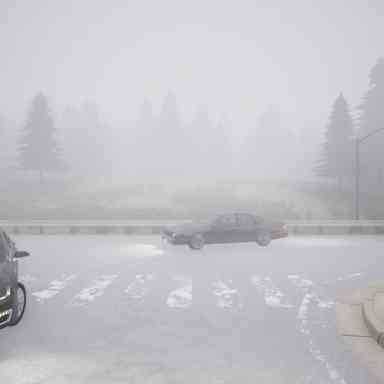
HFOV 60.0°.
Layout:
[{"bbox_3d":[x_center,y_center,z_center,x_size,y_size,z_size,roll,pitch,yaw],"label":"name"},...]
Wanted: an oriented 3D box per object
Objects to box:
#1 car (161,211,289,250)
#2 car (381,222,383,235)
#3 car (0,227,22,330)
[{"bbox_3d":[1.458,1.547,14.191,5.357,1.411,2.033,0,0,-20],"label":"car"},{"bbox_3d":[11.237,1.492,15.070,4.902,1.511,2.128,0,0,0],"label":"car"},{"bbox_3d":[-4.457,1.505,6.550,1.837,1.490,4.892,0,0,-28],"label":"car"}]
